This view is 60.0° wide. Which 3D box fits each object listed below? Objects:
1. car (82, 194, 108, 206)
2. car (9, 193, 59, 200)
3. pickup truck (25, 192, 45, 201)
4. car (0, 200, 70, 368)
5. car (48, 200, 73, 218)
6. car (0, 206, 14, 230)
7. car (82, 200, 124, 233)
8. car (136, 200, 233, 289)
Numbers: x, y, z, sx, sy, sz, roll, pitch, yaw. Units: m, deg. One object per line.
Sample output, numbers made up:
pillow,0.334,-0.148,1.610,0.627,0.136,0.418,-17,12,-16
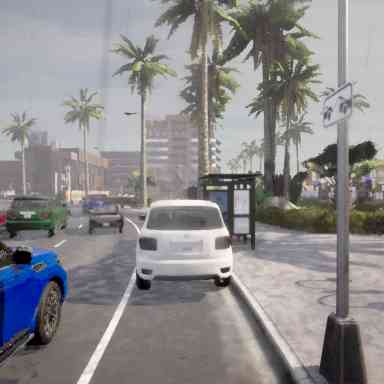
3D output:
car,-9.877,1.217,34.083,2.150,2.045,5.566,0,0,-24
car,-8.280,1.218,18.222,2.150,2.045,5.566,0,0,-12
pickup truck,-39.879,1.062,84.673,2.390,2.098,6.274,0,0,-1
car,-3.092,1.222,3.155,2.150,2.045,5.566,0,0,-1
car,-12.698,1.539,31.826,2.033,1.411,5.357,0,0,-24
car,-12.389,1.592,19.893,1.895,1.301,4.718,0,0,-13
car,-5.106,1.489,19.868,2.128,1.511,4.902,0,0,-14
car,-0.340,1.219,9.382,2.150,2.045,5.566,0,0,-5
